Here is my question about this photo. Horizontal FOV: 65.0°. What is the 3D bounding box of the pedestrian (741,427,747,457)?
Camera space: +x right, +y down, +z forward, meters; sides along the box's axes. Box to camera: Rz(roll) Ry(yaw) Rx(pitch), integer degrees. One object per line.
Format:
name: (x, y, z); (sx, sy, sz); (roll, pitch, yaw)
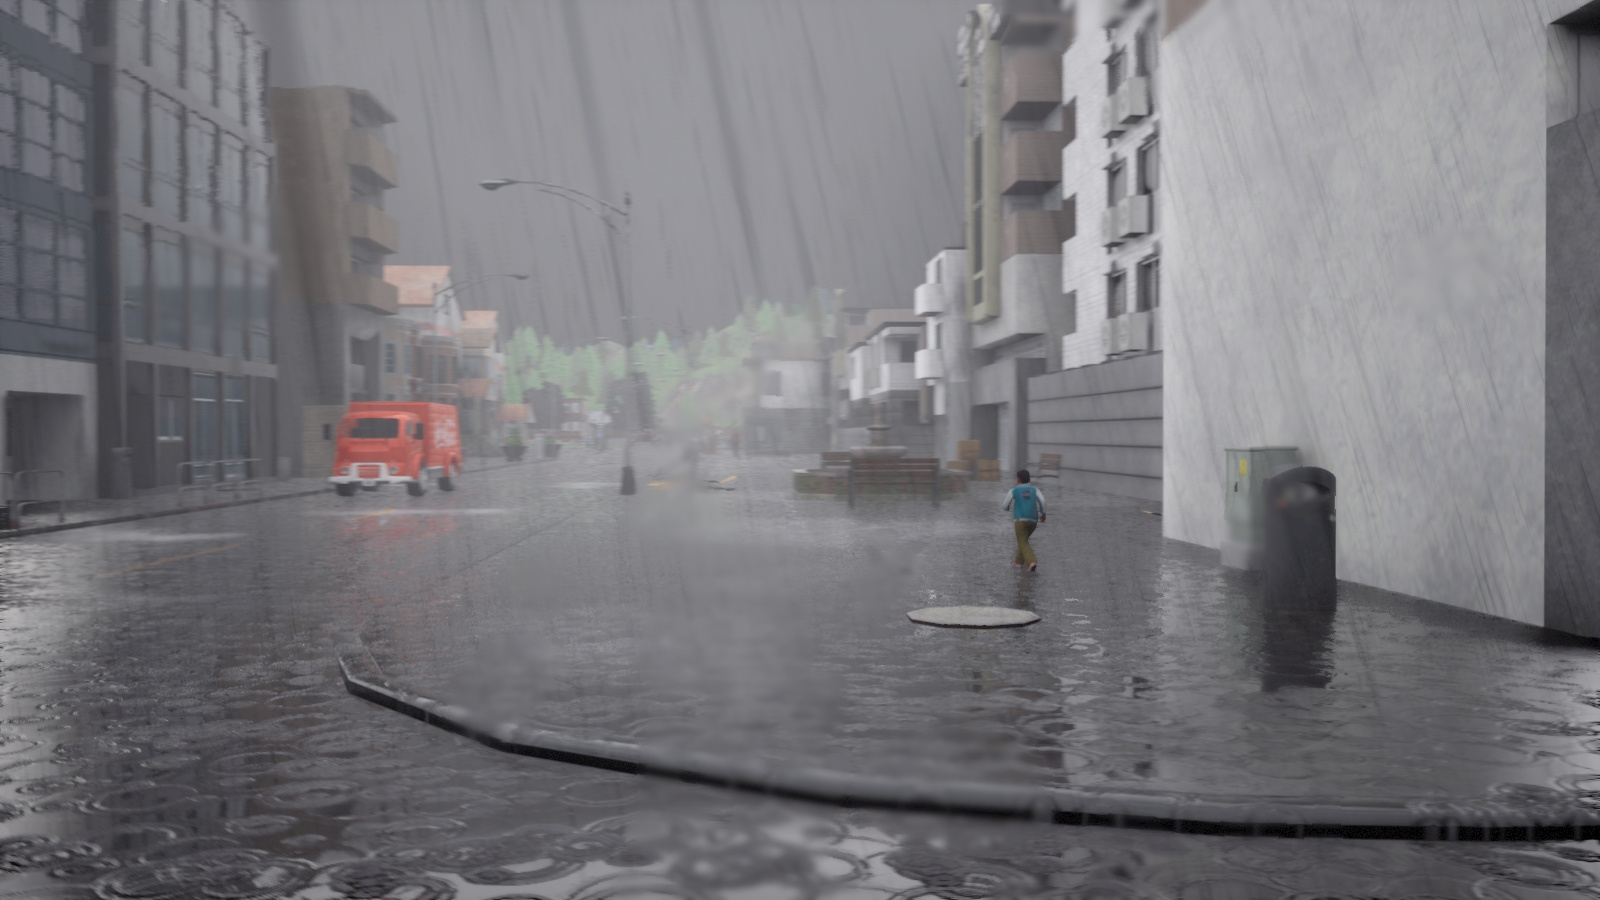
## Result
pedestrian: (-3.490, -0.480, 78.184); (0.331, 1.846, 0.636); (0, 1, -4)

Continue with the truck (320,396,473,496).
truck: (-10.694, -0.139, 33.785); (2.627, 2.467, 5.204); (0, 1, -2)

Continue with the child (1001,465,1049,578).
child: (2.437, 0.763, 13.614); (0.343, 1.192, 0.448); (0, 1, -14)
